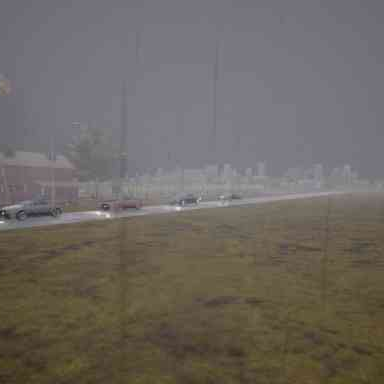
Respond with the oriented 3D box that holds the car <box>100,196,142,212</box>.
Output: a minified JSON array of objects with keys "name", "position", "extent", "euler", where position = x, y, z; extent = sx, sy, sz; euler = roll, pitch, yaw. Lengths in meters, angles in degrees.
[{"name":"car","position":[-6.730,1.090,31.872],"extent":[1.994,1.385,4.181],"euler":[1,2,36]}]

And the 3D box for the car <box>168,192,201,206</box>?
[{"name":"car","position":[-0.846,0.826,39.975],"extent":[1.837,1.490,4.892],"euler":[1,2,36]}]

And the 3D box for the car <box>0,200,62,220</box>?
[{"name":"car","position":[-11.925,1.267,24.736],"extent":[1.994,1.385,4.181],"euler":[1,2,34]}]

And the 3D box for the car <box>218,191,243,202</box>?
[{"name":"car","position":[5.682,0.583,48.902],"extent":[2.128,1.511,4.902],"euler":[1,2,37]}]
